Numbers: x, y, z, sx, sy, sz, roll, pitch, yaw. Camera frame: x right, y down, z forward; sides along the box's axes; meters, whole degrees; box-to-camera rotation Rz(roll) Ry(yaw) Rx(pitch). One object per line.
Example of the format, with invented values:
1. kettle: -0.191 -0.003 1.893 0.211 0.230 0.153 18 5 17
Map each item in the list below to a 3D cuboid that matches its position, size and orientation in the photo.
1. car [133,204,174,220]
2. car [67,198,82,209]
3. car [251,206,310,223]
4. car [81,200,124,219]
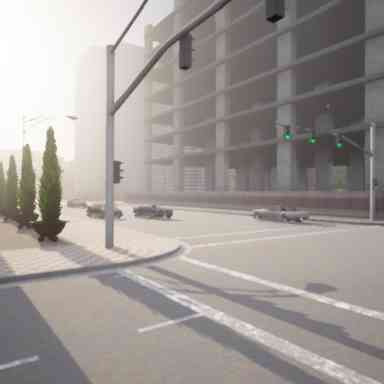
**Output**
1. car: -3.571 1.739 30.086 1.895 1.301 4.718 0 0 -35
2. car: -17.203 1.647 49.598 1.837 1.490 4.892 0 -1 -35
3. car: 7.112 1.778 27.231 1.895 1.301 4.718 0 0 -35
4. car: -8.106 1.666 30.453 2.033 1.411 5.357 0 0 -35
